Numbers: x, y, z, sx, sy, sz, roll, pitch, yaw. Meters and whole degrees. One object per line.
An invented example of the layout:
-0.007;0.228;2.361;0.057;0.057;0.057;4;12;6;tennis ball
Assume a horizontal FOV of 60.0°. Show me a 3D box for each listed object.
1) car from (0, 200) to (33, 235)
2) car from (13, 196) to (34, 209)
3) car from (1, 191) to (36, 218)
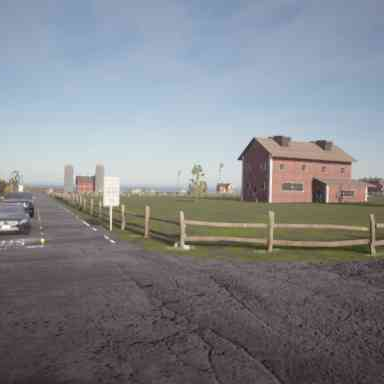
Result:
-9.431;1.335;17.251;1.812;1.442;4.674;1;0;-25;car
-19.471;1.183;38.605;1.994;1.385;4.181;1;0;-25;car
-13.931;0.947;26.815;2.150;2.045;5.566;1;0;-25;car
